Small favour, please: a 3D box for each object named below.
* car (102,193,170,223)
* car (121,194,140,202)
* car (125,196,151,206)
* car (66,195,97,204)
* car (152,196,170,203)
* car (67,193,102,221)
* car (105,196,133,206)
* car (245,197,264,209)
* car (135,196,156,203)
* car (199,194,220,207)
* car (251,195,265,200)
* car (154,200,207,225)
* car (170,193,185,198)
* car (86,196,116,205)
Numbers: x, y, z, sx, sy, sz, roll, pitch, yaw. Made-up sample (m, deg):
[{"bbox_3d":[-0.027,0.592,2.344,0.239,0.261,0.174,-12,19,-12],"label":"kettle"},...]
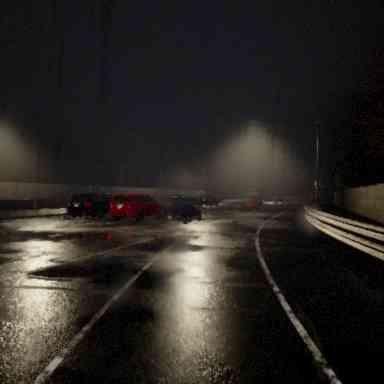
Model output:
[{"bbox_3d":[-4.006,1.142,25.079,2.150,2.045,5.566,1,0,20],"label":"car"},{"bbox_3d":[-13.105,1.251,71.167,2.097,1.767,4.553,1,0,20],"label":"car"},{"bbox_3d":[-8.539,1.430,53.342,1.837,1.490,4.892,1,0,21],"label":"car"},{"bbox_3d":[-18.582,1.284,56.385,2.033,1.411,5.357,1,0,21],"label":"car"},{"bbox_3d":[-6.342,1.548,69.283,1.812,1.442,4.674,1,0,20],"label":"car"},{"bbox_3d":[-7.330,1.081,26.180,2.150,2.045,5.566,1,0,20],"label":"car"},{"bbox_3d":[-11.818,1.358,54.553,2.128,1.511,4.902,1,0,21],"label":"car"},{"bbox_3d":[9.407,1.839,51.336,1.994,1.385,4.181,1,0,20],"label":"car"},{"bbox_3d":[-9.701,1.500,70.291,2.033,1.411,5.357,1,0,20],"label":"car"},{"bbox_3d":[2.783,1.374,53.590,2.150,2.045,5.566,1,0,20],"label":"car"},{"bbox_3d":[14.430,1.680,75.003,2.150,2.045,5.566,1,0,20],"label":"car"},{"bbox_3d":[-0.680,1.508,23.981,1.812,1.442,4.674,1,0,20],"label":"car"},{"bbox_3d":[-3.057,1.309,68.066,2.150,2.045,5.566,1,0,20],"label":"car"},{"bbox_3d":[-15.169,1.349,55.533,2.033,1.411,5.357,1,0,21],"label":"car"}]
